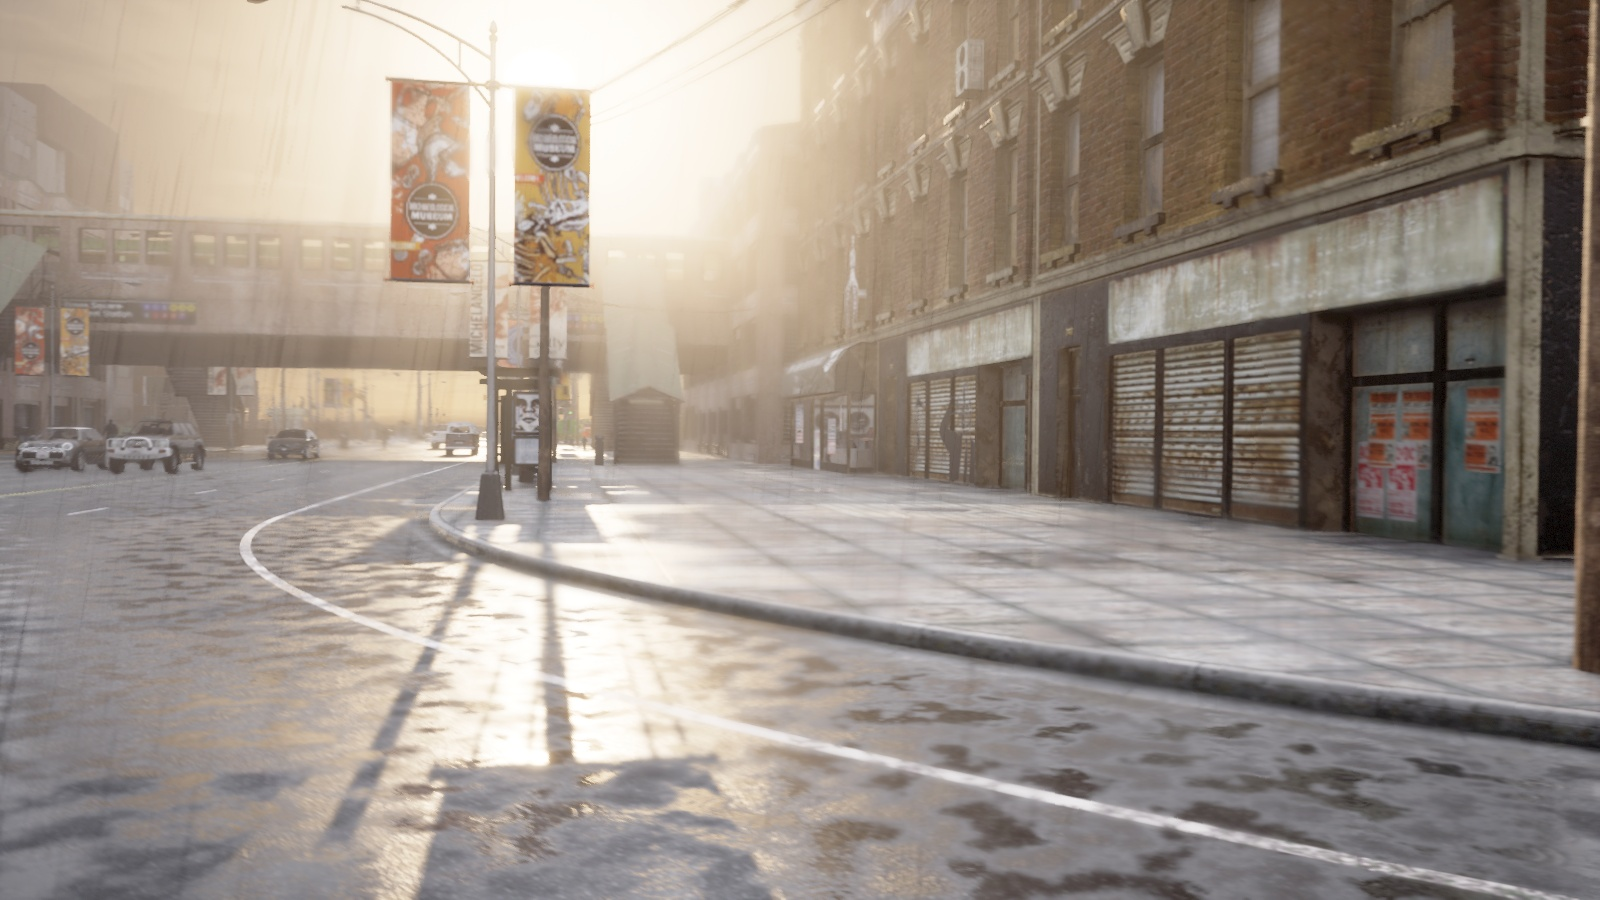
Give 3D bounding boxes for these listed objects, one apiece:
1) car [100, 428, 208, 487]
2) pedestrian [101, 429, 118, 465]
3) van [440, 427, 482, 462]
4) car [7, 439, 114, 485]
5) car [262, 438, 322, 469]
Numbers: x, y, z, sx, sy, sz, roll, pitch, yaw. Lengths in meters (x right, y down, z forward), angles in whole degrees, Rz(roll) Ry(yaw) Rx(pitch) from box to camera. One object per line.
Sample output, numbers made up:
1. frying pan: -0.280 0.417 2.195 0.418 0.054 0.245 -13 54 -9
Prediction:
1. car: -21.551 0.196 42.098 1.932 1.855 4.605 -1 1 -11
2. pedestrian: -37.032 -0.155 67.361 0.563 1.883 0.849 -1 1 -15
3. van: -20.988 -0.354 77.864 2.069 2.038 4.480 -1 1 -10
4. car: -25.296 0.363 43.105 1.970 1.475 3.806 -1 1 -11
5. car: -25.451 0.151 63.094 1.837 1.490 4.892 -1 1 -10
